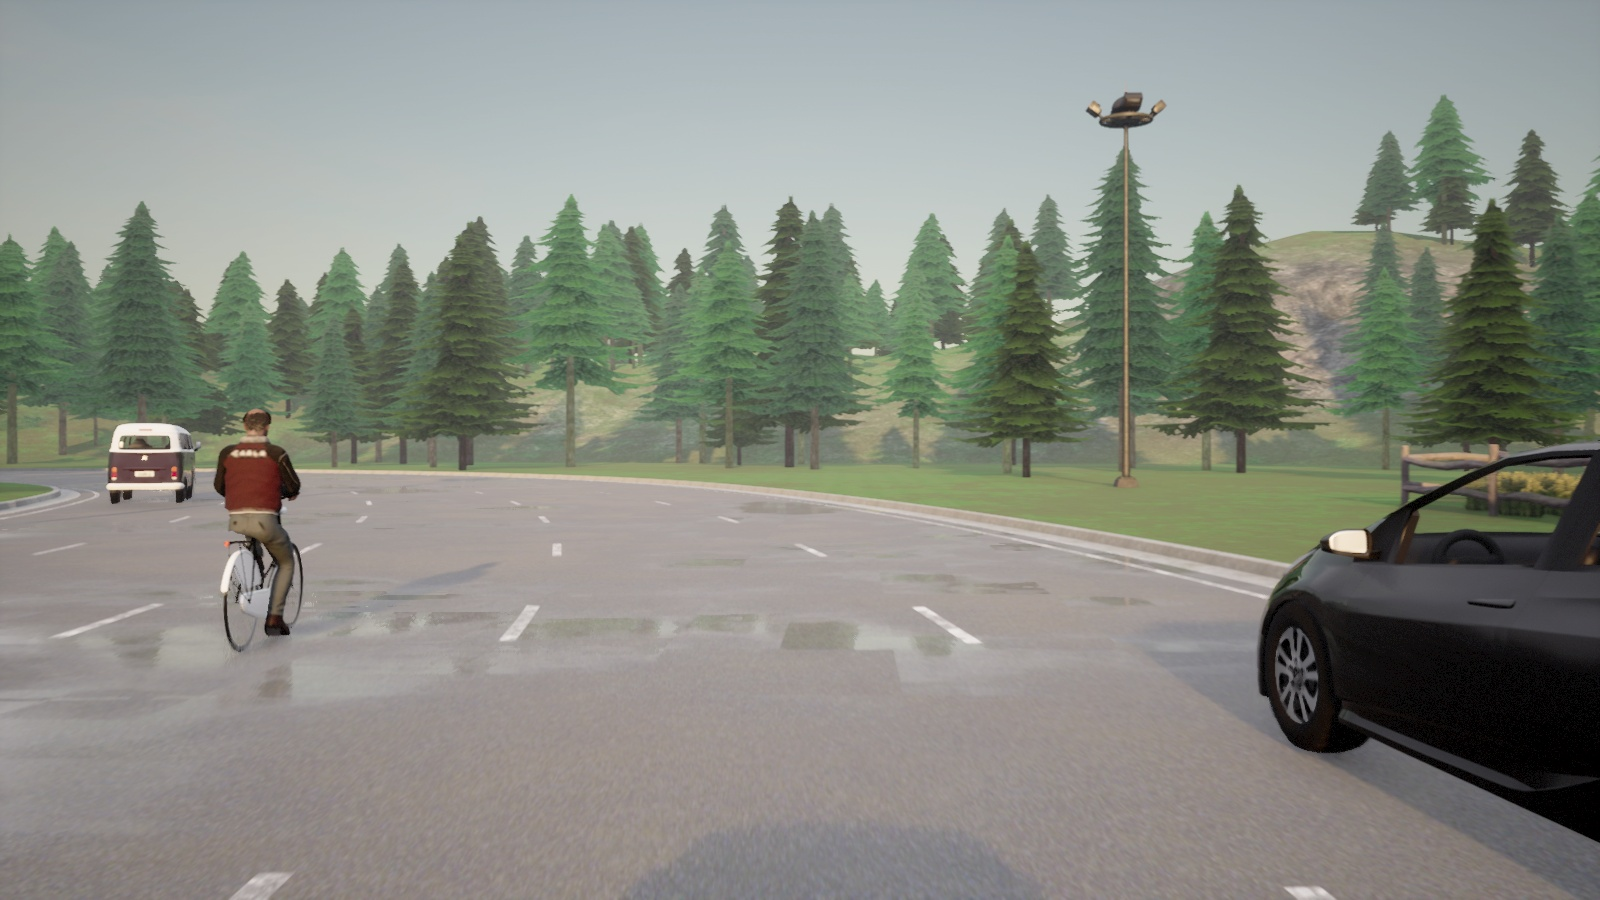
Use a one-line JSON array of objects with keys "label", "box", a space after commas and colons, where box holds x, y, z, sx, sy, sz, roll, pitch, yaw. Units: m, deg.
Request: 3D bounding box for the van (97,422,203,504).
[{"label": "van", "box": [-17.217, 0.310, 33.487, 2.069, 2.038, 4.480, 0, 0, -22]}]

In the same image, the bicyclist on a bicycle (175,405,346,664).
[{"label": "bicyclist on a bicycle", "box": [-4.050, 0.571, 9.575, 0.659, 1.776, 1.843, 0, 1, -6]}]

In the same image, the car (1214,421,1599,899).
[{"label": "car", "box": [3.375, 0.672, 4.699, 2.007, 1.525, 4.514, 0, 0, -2]}]
